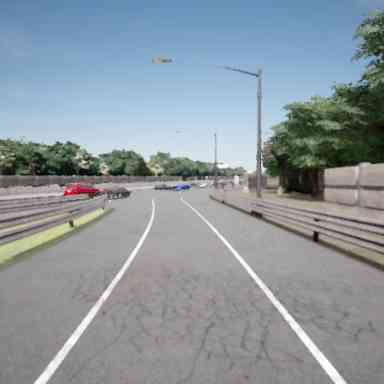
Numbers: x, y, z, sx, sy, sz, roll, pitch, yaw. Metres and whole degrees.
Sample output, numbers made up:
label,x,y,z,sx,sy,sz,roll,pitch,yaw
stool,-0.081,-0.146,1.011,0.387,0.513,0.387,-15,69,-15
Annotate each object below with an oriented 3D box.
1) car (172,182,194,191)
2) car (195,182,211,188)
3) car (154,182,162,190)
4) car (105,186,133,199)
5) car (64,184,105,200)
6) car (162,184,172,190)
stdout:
label,x,y,z,sx,sy,sz,roll,pitch,yaw
car,-1.779,-1.036,68.723,1.882,1.535,5.008,0,3,18
car,3.029,-1.607,84.001,1.895,1.301,4.718,0,3,17
car,-6.951,-1.218,75.594,1.994,1.385,4.181,0,3,18
car,-9.597,0.107,43.972,1.837,1.490,4.892,0,3,18
car,-13.827,-0.072,42.195,2.150,2.045,5.566,0,3,18
car,-4.210,-1.069,72.652,1.895,1.301,4.718,0,3,18
